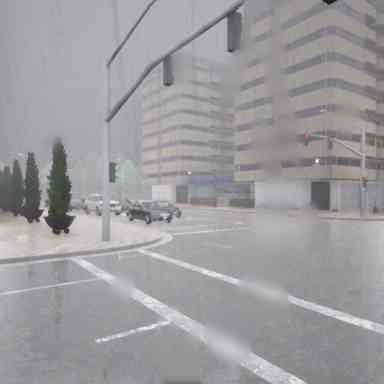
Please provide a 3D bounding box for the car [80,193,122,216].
[{"bbox_3d":[-8.894,1.221,32.798,2.150,2.045,5.566,0,0,-35],"label":"car"}]

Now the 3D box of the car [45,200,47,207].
[{"bbox_3d":[-20.475,1.477,49.455,1.882,1.535,5.008,0,0,-34],"label":"car"}]

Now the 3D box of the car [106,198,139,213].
[{"bbox_3d":[-7.859,1.504,37.431,1.837,1.490,4.892,0,0,-35],"label":"car"}]

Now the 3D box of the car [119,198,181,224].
[{"bbox_3d":[-3.241,1.491,24.710,2.128,1.511,4.902,0,0,-35],"label":"car"}]

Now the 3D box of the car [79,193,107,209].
[{"bbox_3d":[-13.759,1.221,45.914,2.150,2.045,5.566,0,0,-34],"label":"car"}]

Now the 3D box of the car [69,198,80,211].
[{"bbox_3d":[-14.506,1.525,40.826,1.812,1.442,4.674,0,0,-35],"label":"car"}]

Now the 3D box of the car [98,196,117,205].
[{"bbox_3d":[-15.465,1.525,60.874,1.812,1.442,4.674,0,0,-35],"label":"car"}]
